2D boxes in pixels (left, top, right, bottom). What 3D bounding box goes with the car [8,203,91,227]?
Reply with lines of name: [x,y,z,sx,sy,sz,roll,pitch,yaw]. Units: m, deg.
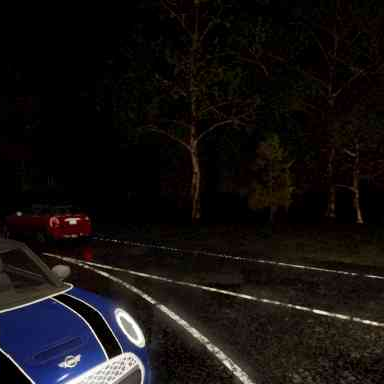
car: [-6.627,1.270,15.007,4.553,1.767,2.097,0,0,37]

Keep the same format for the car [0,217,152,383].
car: [-2.607,1.338,3.742,4.553,1.767,2.097,1,0,35]
